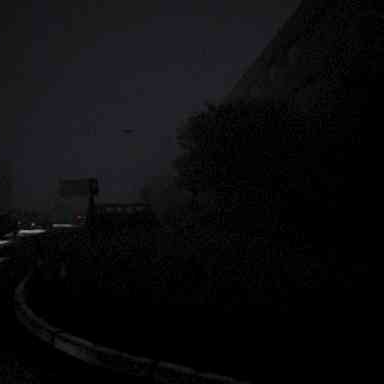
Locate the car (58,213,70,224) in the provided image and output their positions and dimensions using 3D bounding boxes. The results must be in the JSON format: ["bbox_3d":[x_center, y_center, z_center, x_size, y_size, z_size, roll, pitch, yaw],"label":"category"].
[{"bbox_3d":[-18.768,4.071,48.789,1.895,1.301,4.718,-1,-4,-13],"label":"car"}]

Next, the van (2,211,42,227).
[{"bbox_3d":[-22.704,3.566,44.516,4.442,1.987,1.878,-1,-4,-13],"label":"van"}]

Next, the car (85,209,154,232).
[{"bbox_3d":[-5.607,2.194,25.936,5.008,1.535,2.097,-1,-4,-14],"label":"car"}]

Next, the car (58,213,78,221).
[{"bbox_3d":[-32.327,6.487,86.585,4.553,1.767,2.185,-1,-4,-13],"label":"car"}]

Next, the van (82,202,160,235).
[{"bbox_3d":[-4.227,1.663,20.509,4.442,1.987,1.878,-1,-3,-13],"label":"van"}]

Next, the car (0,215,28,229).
[{"bbox_3d":[-20.690,3.283,36.389,4.674,1.452,2.002,-1,-4,-13],"label":"car"}]

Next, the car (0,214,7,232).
[{"bbox_3d":[-19.011,2.704,28.332,5.366,1.575,1.946,-1,-4,-13],"label":"car"}]

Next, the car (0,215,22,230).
[{"bbox_3d":[-20.087,3.109,33.797,4.674,1.452,2.002,-1,-4,-13],"label":"car"}]

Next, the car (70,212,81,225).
[{"bbox_3d":[-14.732,3.618,45.107,2.128,1.511,4.902,-1,-4,-13],"label":"car"}]

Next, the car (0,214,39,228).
[{"bbox_3d":[-21.172,3.428,39.268,5.366,1.575,1.946,-1,-4,-13],"label":"car"}]

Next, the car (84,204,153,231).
[{"bbox_3d":[-6.259,2.118,28.603,5.566,2.045,2.435,-1,-4,-13],"label":"car"}]

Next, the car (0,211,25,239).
[{"bbox_3d":[-12.428,2.139,21.071,1.837,1.490,4.892,-1,-3,-13],"label":"car"}]

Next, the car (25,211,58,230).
[{"bbox_3d":[-15.242,2.912,33.223,2.128,1.511,4.902,-1,-4,-13],"label":"car"}]

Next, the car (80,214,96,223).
[{"bbox_3d":[-17.166,4.351,55.143,2.033,1.411,5.357,-1,-4,-13],"label":"car"}]
